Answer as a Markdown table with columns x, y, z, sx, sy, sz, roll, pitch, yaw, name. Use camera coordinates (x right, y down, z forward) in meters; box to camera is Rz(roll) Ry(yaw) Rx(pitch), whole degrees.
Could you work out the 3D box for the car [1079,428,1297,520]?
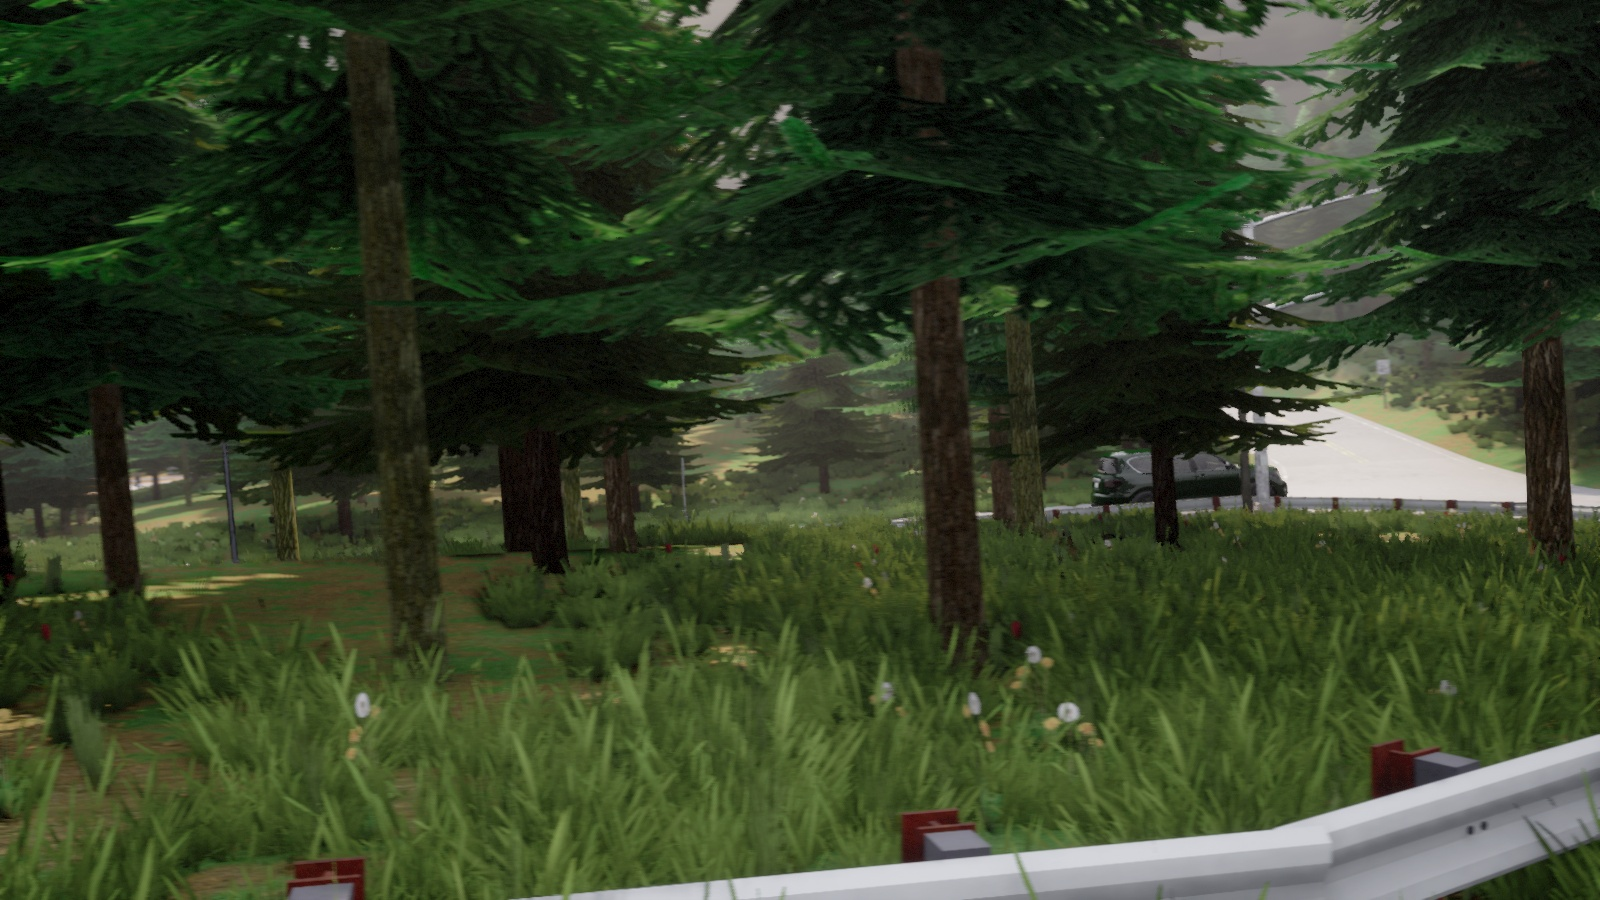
| x | y | z | sx | sy | sz | roll | pitch | yaw | name |
| --- | --- | --- | --- | --- | --- | --- | --- | --- | --- |
| 11.349 | 0.671 | 36.948 | 5.566 | 2.045 | 2.150 | -6 | 2 | -4 | car |
